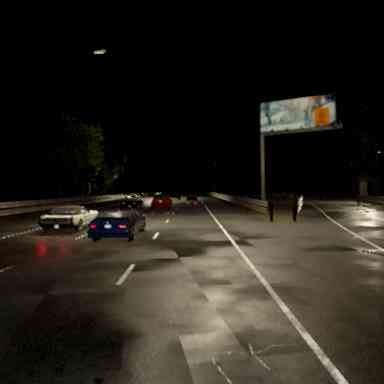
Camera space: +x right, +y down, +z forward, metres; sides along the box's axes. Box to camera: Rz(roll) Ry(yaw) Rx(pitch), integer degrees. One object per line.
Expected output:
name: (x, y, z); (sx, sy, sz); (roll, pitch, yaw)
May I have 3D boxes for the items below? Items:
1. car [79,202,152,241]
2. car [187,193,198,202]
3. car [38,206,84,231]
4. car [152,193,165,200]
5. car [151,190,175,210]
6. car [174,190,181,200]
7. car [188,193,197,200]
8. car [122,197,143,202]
car: (-3.399, 1.421, 15.926); (2.033, 1.411, 5.357); (0, 0, 0)
car: (0.037, 0.967, 60.557); (1.812, 1.442, 4.674); (0, 1, 1)
car: (-6.899, 1.447, 19.164); (1.895, 1.301, 4.718); (0, 1, 0)
car: (-6.994, 0.886, 69.258); (2.128, 1.511, 4.902); (0, 1, 0)
car: (-3.396, 1.018, 37.895); (2.097, 1.767, 4.553); (0, 1, 0)
car: (-3.495, 0.586, 69.286); (2.150, 2.045, 5.566); (0, 1, 0)
car: (0.005, 0.888, 68.980); (1.812, 1.442, 4.674); (0, 1, 0)
car: (-6.905, 1.259, 38.750); (1.895, 1.301, 4.718); (0, 1, 0)
